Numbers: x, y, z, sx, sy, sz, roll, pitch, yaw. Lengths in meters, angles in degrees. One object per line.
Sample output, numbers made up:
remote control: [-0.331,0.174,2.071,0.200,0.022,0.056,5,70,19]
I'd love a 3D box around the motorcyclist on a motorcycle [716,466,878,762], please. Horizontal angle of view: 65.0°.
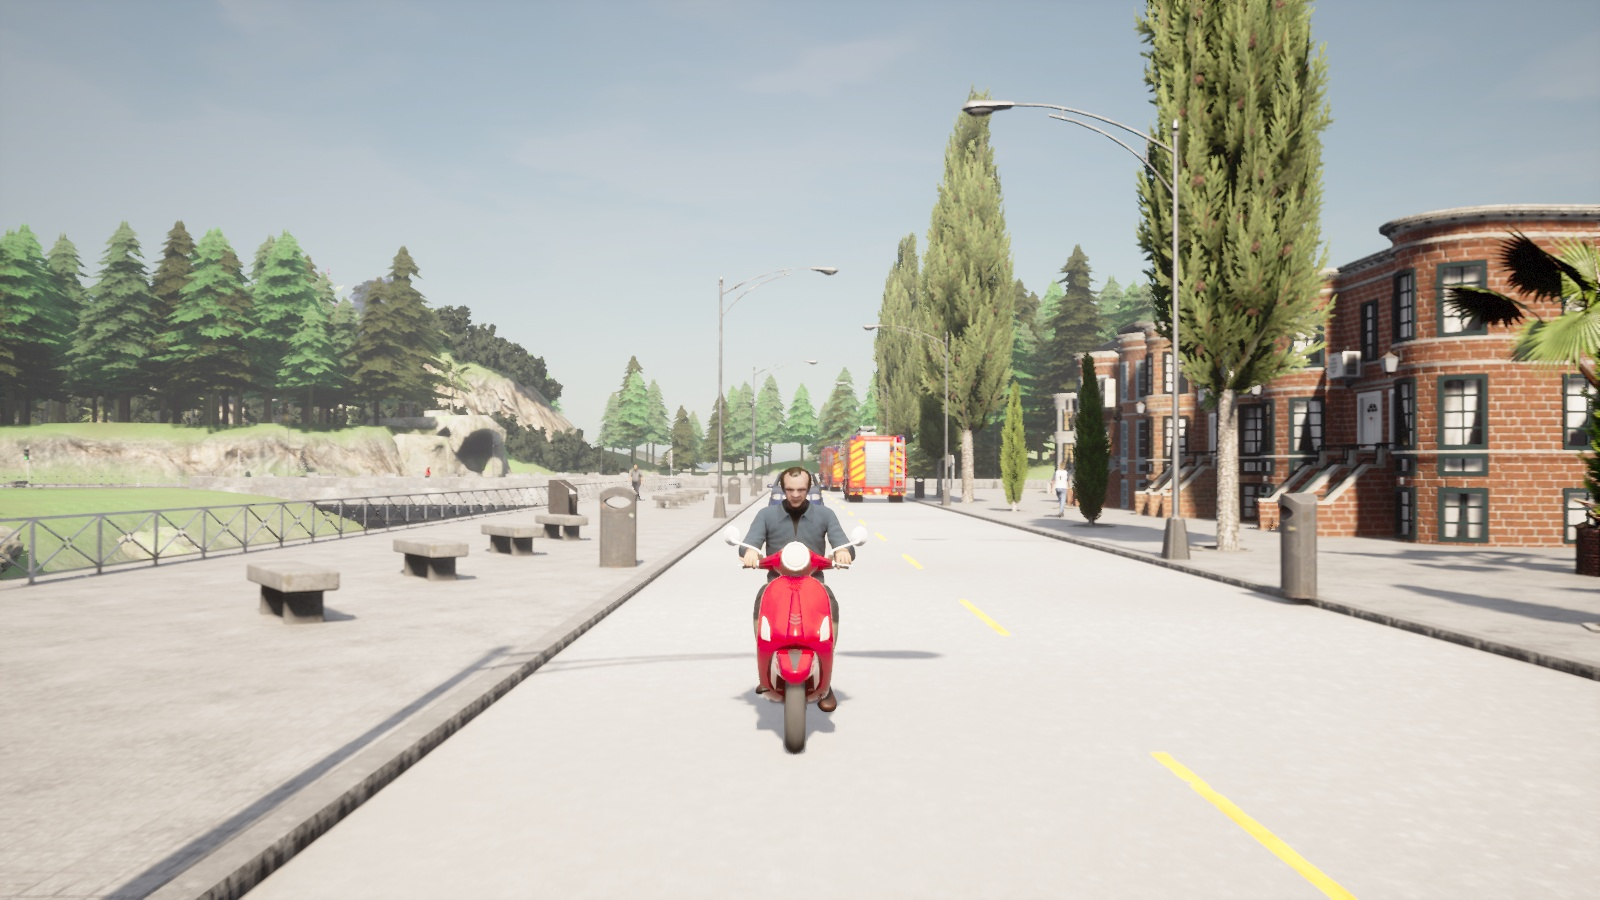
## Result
motorcyclist on a motorcycle: [-0.020,0.897,7.671,0.866,1.590,1.817,0,-1,0]

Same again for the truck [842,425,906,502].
truck: [3.823,0.750,66.613,2.891,3.827,8.468,0,-1,0]

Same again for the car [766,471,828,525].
car: [-0.099,1.436,38.379,1.789,1.549,3.705,0,-1,0]

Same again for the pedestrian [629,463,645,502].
pedestrian: [-7.772,1.558,59.882,0.540,1.848,0.694,0,-1,14]

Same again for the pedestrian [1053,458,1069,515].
pedestrian: [8.422,1.169,40.505,0.354,1.836,0.706,-1,-1,22]
